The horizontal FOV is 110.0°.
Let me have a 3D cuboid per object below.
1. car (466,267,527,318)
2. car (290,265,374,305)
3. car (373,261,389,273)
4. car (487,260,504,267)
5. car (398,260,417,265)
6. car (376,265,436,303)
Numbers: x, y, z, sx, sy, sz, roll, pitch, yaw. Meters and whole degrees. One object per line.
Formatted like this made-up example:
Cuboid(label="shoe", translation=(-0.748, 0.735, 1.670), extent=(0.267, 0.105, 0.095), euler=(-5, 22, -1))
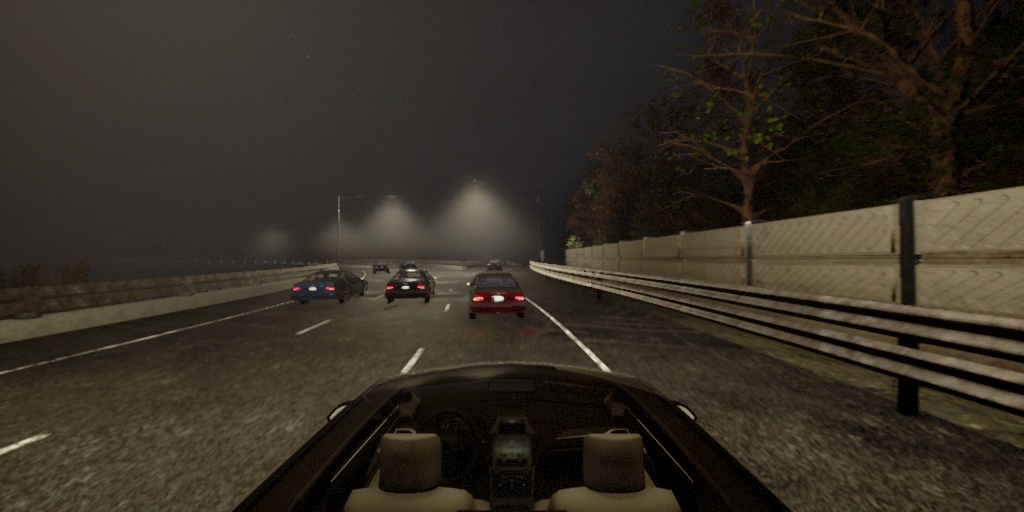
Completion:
Cuboid(label="car", translation=(-0.658, 1.300, 13.052), extent=(2.033, 1.411, 5.357), euler=(0, 0, -6))
Cuboid(label="car", translation=(-8.141, 1.329, 16.458), extent=(2.033, 1.411, 5.357), euler=(0, 0, -9))
Cuboid(label="car", translation=(-16.253, 1.360, 44.337), extent=(2.033, 1.411, 5.357), euler=(0, 0, -24))
Cuboid(label="car", translation=(-2.153, 1.252, 46.655), extent=(2.128, 1.511, 4.902), euler=(0, 0, 2))
Cuboid(label="car", translation=(-13.658, 1.295, 46.898), extent=(2.128, 1.511, 4.902), euler=(0, 0, -24))
Cuboid(label="car", translation=(-4.670, 1.316, 16.925), extent=(2.033, 1.411, 5.357), euler=(0, 0, -9))
